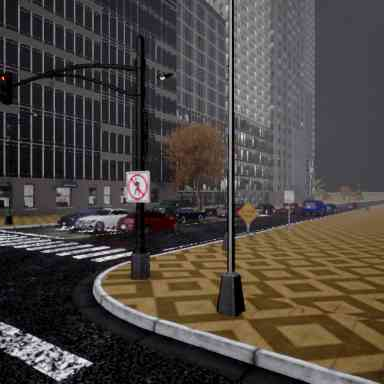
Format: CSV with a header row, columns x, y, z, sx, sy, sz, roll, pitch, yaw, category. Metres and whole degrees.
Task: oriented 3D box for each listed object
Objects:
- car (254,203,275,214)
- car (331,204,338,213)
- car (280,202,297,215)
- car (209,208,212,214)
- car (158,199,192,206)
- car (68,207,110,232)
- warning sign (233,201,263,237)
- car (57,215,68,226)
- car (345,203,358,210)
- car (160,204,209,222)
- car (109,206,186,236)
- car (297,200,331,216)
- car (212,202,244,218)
x,y,z,sx,sy,sz,roll,pitch,yaw,category
10.160,2.325,46.779,1.837,1.490,4.892,0,-1,33,car
21.953,2.558,52.942,1.812,1.442,4.674,0,-1,33,car
13.983,2.208,46.503,2.097,1.767,4.553,0,-1,33,car
3.488,2.289,42.494,1.895,1.301,4.718,0,-1,33,car
-1.964,1.730,34.071,2.150,2.045,5.566,0,-1,33,car
-5.619,1.827,22.462,1.812,1.442,4.674,0,-1,33,car
3.145,1.454,18.548,1.300,1.860,1.060,1,1,33,warning sign
-7.495,1.873,25.514,2.033,1.411,5.357,0,-1,33,car
31.545,2.838,65.693,1.812,1.442,4.674,0,-1,33,car
-0.664,2.066,30.099,1.895,1.301,4.718,0,-1,33,car
-2.604,1.834,20.669,1.812,1.442,4.674,0,-1,33,car
16.198,2.066,43.973,2.150,2.045,5.566,0,-1,35,car
4.654,1.992,38.315,2.097,1.767,4.553,0,-1,33,car
